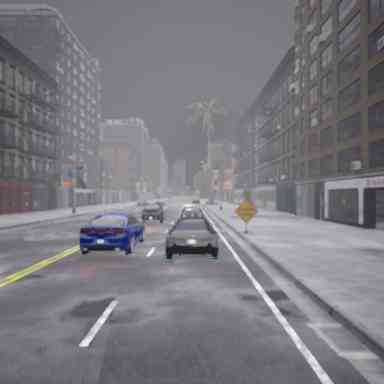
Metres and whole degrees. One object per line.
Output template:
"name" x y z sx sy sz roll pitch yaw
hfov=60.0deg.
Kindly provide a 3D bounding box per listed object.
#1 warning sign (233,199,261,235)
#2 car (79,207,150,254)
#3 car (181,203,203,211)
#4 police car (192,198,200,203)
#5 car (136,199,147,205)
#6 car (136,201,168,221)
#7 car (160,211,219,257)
"warning sign" 2.853 1.288 17.489 1.300 1.860 1.060 0 -1 0
"car" -3.220 1.617 14.239 1.882 1.535 5.008 0 0 0
"car" 0.023 1.894 28.250 1.895 1.301 4.718 0 -1 0
"police car" 0.987 2.332 82.592 1.930 1.638 5.238 0 -1 0
"car" -9.754 2.215 65.293 1.837 1.490 4.892 0 -1 0
"car" -3.224 1.803 28.496 1.837 1.490 4.892 0 0 0
"car" 0.021 1.697 13.466 1.994 1.385 4.181 0 0 1
